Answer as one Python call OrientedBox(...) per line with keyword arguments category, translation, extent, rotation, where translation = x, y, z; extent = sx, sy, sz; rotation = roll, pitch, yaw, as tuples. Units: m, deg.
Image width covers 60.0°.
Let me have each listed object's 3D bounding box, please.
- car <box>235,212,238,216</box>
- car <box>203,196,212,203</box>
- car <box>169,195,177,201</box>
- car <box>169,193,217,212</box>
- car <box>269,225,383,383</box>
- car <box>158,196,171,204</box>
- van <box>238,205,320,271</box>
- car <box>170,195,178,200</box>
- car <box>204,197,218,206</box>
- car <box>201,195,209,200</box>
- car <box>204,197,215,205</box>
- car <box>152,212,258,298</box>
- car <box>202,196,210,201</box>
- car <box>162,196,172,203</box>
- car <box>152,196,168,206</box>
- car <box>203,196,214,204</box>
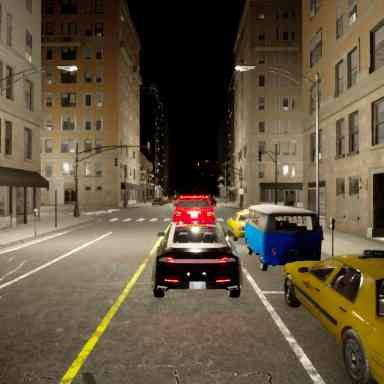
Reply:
OrientedBox(category="car", translation=(2.689, 1.528, 16.427), extent=(1.752, 1.417, 4.829), rotation=(1, 0, 0))
OrientedBox(category="car", translation=(3.258, 1.547, 70.511), extent=(1.887, 1.381, 4.507), rotation=(1, 0, 1))
OrientedBox(category="car", translation=(-5.043, 1.525, 87.035), extent=(1.752, 1.417, 4.829), rotation=(1, 0, 1))
OrientedBox(category="car", translation=(0.115, 1.225, 18.699), extent=(2.150, 2.045, 5.566), rotation=(0, 0, 0))
OrientedBox(category="car", translation=(2.680, 1.526, 5.080), extent=(1.752, 1.417, 4.829), rotation=(1, 0, 0))
OrientedBox(category="car", translation=(-5.342, 1.555, 65.090), extent=(2.008, 1.369, 4.403), rotation=(1, 0, 1))
OrientedBox(category="van", translation=(2.686, 1.343, 10.584), extent=(1.690, 1.788, 3.998), rotation=(1, 0, 0))
OrientedBox(category="car", translation=(-4.966, 1.564, 92.734), extent=(1.947, 1.339, 4.313), rotation=(1, 0, 1))
OrientedBox(category="car", translation=(3.033, 1.570, 53.921), extent=(1.947, 1.339, 4.313), rotation=(1, 0, 1))
OrientedBox(category="car", translation=(3.558, 1.548, 92.632), extent=(2.008, 1.369, 4.403), rotation=(1, 0, 1))
OrientedBox(category="car", translation=(3.108, 1.548, 59.451), extent=(1.887, 1.381, 4.507), rotation=(1, 0, 1))
OrientedBox(category="car", translation=(0.105, 1.493, 8.513), extent=(2.128, 1.511, 4.902), rotation=(0, 0, 0))
OrientedBox(category="car", translation=(3.408, 1.566, 81.572), extent=(1.947, 1.339, 4.313), rotation=(1, 0, 1))
OrientedBox(category="car", translation=(-5.266, 1.548, 70.619), extent=(1.887, 1.381, 4.507), rotation=(1, 0, 1))
OrientedBox(category="car", translation=(-5.492, 1.587, 54.032), extent=(1.802, 1.307, 4.206), rotation=(1, 0, 1))
OrientedBox(category="car", translation=(3.183, 1.554, 64.981), extent=(2.008, 1.369, 4.403), rotation=(1, 0, 1))
